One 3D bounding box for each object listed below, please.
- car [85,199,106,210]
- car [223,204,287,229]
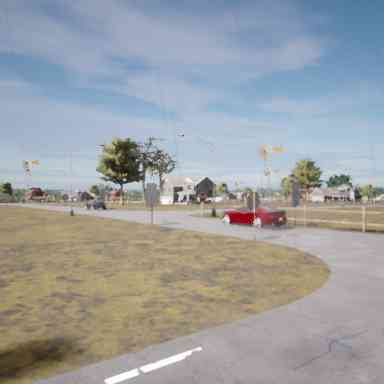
[{"bbox_3d":[-13.913,1.844,47.810,1.837,1.490,4.892,-1,0,-35],"label":"car"},{"bbox_3d":[4.111,1.554,22.625,1.882,1.535,5.008,0,0,-34],"label":"car"}]
